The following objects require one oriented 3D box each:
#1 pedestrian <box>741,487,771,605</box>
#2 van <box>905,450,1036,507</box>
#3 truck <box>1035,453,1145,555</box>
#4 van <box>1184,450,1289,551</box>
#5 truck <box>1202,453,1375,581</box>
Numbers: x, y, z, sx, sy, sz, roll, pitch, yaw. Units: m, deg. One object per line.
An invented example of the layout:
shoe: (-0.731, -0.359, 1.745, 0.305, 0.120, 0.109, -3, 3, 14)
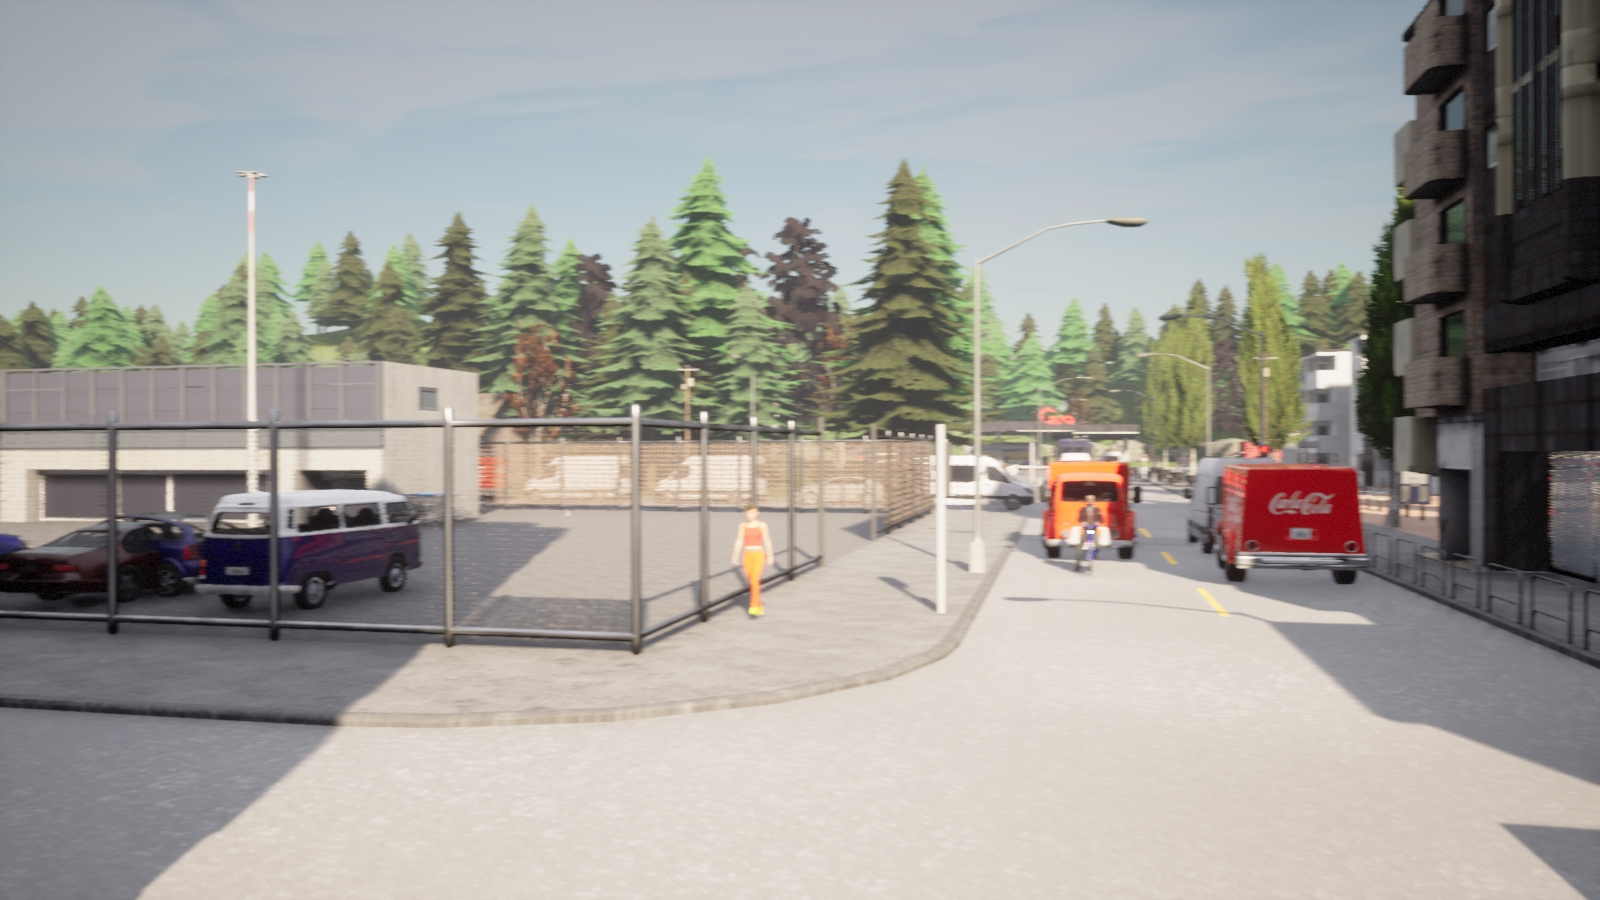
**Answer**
pedestrian: (-0.707, 1.530, 18.350, 0.375, 1.860, 0.375, 0, 0, 16)
van: (7.953, 1.299, 53.233, 5.915, 2.561, 1.988, 0, 0, 11)
truck: (7.777, 1.329, 30.759, 2.627, 2.467, 5.204, 0, 0, 14)
van: (12.152, 1.282, 32.180, 1.988, 2.561, 5.915, 0, 0, 13)
truck: (10.493, 1.320, 25.051, 2.627, 2.467, 5.204, 0, 0, 13)
